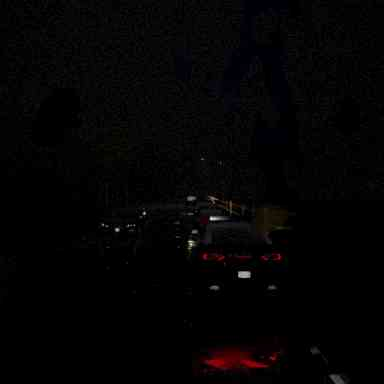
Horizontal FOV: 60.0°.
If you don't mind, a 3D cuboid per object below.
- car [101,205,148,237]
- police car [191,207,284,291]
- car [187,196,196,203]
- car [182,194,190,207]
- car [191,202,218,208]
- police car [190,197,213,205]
[{"bbox_3d":[-3.541,1.513,18.132,1.837,1.490,4.892,0,1,0],"label":"car"},{"bbox_3d":[1.030,1.432,9.167,1.930,1.638,5.238,0,0,0],"label":"police car"},{"bbox_3d":[-0.150,1.595,69.562,1.895,1.301,4.718,0,0,0],"label":"car"},{"bbox_3d":[-0.048,1.503,50.928,2.128,1.511,4.902,0,0,0],"label":"car"},{"bbox_3d":[1.009,1.537,19.065,1.812,1.442,4.674,0,0,0],"label":"car"},{"bbox_3d":[0.995,1.437,25.180,1.930,1.638,5.238,0,0,0],"label":"police car"}]
